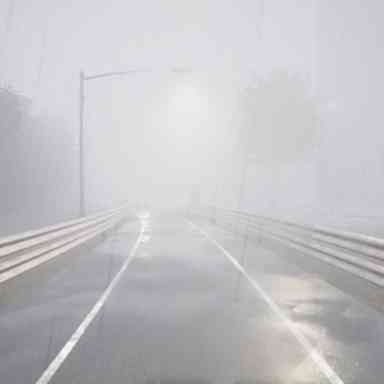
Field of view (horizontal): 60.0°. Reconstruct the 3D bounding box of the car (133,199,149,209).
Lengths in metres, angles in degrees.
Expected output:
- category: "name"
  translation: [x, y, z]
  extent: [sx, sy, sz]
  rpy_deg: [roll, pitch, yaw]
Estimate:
- category: "car"
  translation: [-7.681, 1.722, 49.938]
  extent: [1.812, 1.442, 4.674]
  rpy_deg: [0, 0, -18]
